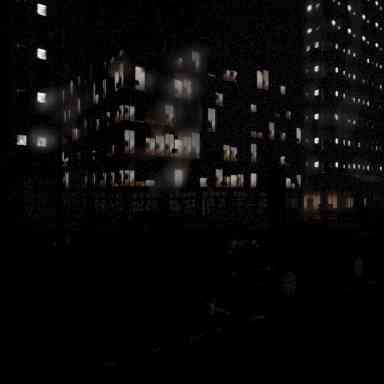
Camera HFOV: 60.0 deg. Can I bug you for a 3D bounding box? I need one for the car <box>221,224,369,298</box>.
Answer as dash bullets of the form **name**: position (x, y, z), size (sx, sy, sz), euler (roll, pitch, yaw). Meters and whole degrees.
- **car**: position (2.760, 1.545, 8.516), size (4.507, 1.381, 1.887), euler (0, 0, -35)
